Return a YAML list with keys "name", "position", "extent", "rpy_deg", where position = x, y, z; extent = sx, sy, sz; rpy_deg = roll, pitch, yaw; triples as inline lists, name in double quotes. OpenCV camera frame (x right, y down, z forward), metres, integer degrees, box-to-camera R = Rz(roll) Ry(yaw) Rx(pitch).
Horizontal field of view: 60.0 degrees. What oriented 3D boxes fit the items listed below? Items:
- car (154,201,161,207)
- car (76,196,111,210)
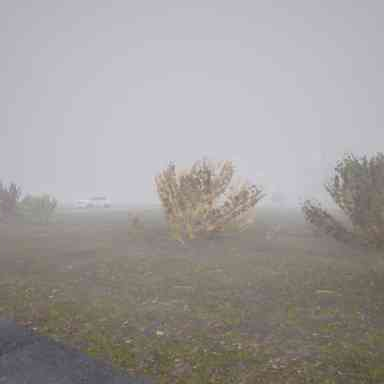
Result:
- name: "car"
  position: [-5.383, 2.121, 64.025]
  extent: [1.812, 1.442, 4.674]
  rpy_deg: [-1, -1, 36]
- name: "car"
  position: [-14.946, 1.642, 50.883]
  extent: [2.150, 2.045, 5.566]
  rpy_deg: [-1, -2, 36]
